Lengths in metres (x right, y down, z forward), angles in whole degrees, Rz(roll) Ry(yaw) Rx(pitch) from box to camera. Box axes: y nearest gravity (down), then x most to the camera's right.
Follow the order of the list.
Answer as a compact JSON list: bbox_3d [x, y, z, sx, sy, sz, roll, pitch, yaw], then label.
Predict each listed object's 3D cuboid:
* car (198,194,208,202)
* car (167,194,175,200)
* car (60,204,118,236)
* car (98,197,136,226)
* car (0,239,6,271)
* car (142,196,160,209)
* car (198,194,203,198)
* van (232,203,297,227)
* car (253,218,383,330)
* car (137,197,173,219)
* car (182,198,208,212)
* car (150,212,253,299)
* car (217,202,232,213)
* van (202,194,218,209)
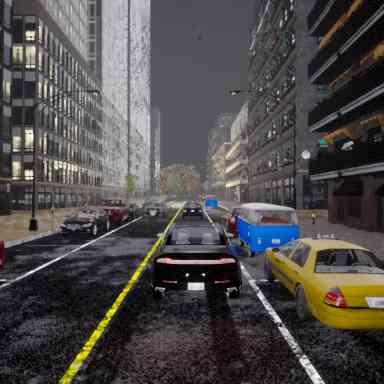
[{"bbox_3d":[2.625,1.343,80.389,2.192,1.841,5.009,1,0,0],"label":"car"},{"bbox_3d":[-5.773,1.347,91.688,2.192,1.841,5.009,1,0,0],"label":"car"},{"bbox_3d":[-5.697,1.556,18.143,2.008,1.369,4.403,1,0,0],"label":"car"},{"bbox_3d":[-5.699,1.322,23.800,2.192,1.841,5.009,1,0,0],"label":"car"},{"bbox_3d":[-5.685,1.547,6.829,1.887,1.381,4.507,1,0,0],"label":"car"},{"bbox_3d":[-5.723,1.455,46.430,1.967,1.590,4.097,1,0,0],"label":"car"},{"bbox_3d":[2.633,1.574,69.073,2.008,1.369,4.403,1,0,0],"label":"car"},{"bbox_3d":[2.692,1.345,12.501,1.690,1.788,3.998,1,0,0],"label":"van"},{"bbox_3d":[2.695,1.527,7.014,1.752,1.417,4.829,1,0,0],"label":"car"},{"bbox_3d":[-3.118,1.501,29.032,2.128,1.511,4.902,0,0,0],"label":"car"},{"bbox_3d":[0.067,1.557,28.956,2.033,1.411,5.357,0,0,0],"label":"car"},{"bbox_3d":[0.087,1.494,8.440,2.128,1.511,4.902,0,0,0],"label":"car"},{"bbox_3d":[2.685,1.446,18.158,1.967,1.590,4.097,1,0,0],"label":"car"},{"bbox_3d":[2.659,1.356,46.445,1.690,1.788,3.998,1,0,0],"label":"van"}]
